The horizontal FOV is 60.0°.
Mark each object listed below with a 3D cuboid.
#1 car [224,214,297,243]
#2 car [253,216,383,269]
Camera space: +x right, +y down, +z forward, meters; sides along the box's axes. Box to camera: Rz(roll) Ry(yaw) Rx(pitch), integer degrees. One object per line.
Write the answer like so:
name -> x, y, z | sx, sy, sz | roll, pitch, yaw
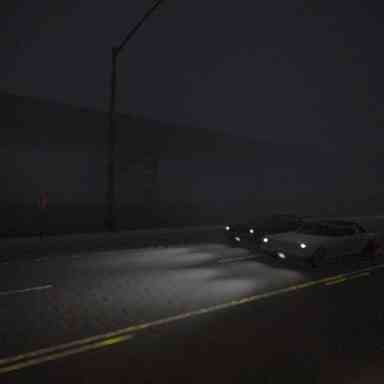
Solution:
car -> 3.733, 1.677, 15.247 | 4.718, 1.301, 1.895 | 0, 0, -35
car -> 4.577, 1.668, 11.553 | 4.718, 1.301, 1.895 | 0, 0, -35
